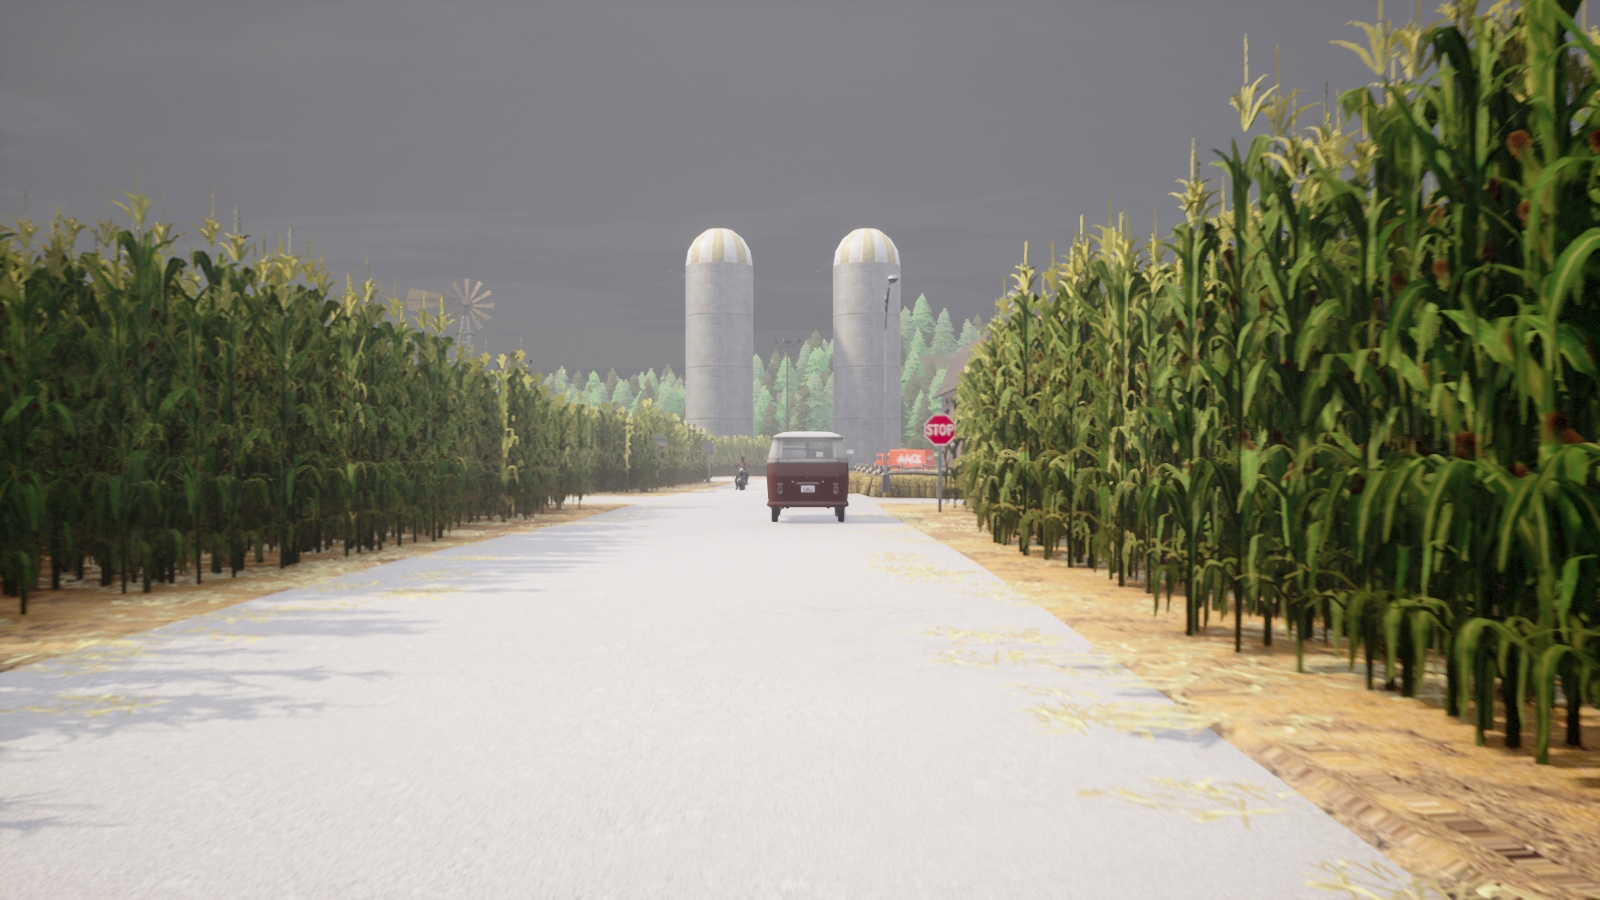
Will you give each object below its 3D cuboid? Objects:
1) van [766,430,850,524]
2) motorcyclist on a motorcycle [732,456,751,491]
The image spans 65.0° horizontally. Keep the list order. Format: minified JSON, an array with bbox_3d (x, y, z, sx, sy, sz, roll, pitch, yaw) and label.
[{"bbox_3d":[0.178,0.582,28.718,1.775,1.987,4.442,0,0,0],"label":"van"},{"bbox_3d":[-2.748,1.110,59.528,0.766,1.649,2.350,0,-1,0],"label":"motorcyclist on a motorcycle"}]
